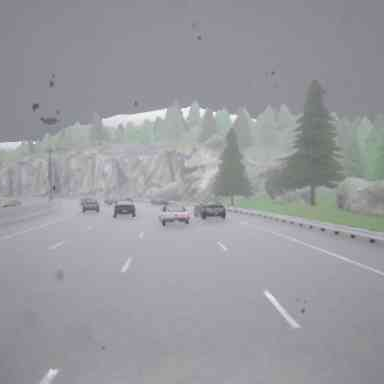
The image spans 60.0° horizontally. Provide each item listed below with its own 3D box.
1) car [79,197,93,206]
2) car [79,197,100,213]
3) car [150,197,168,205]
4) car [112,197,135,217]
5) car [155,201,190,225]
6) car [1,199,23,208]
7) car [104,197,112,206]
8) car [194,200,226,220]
[{"bbox_3d":[-19.568,1.697,61.318,1.837,1.490,4.892,0,-1,-24],"label":"car"},{"bbox_3d":[-12.044,1.608,39.733,2.128,1.511,4.902,-1,0,-16],"label":"car"},{"bbox_3d":[-5.596,1.567,56.130,2.033,1.411,5.357,-1,0,-23],"label":"car"},{"bbox_3d":[-6.636,1.532,32.557,1.882,1.535,5.008,0,0,-13],"label":"car"},{"bbox_3d":[-1.389,1.596,24.034,1.895,1.301,4.718,-1,0,-9],"label":"car"},{"bbox_3d":[-25.979,1.793,48.534,1.837,1.490,4.892,-1,0,-19],"label":"car"},{"bbox_3d":[-14.614,1.679,60.132,2.033,1.411,5.357,-1,0,-26],"label":"car"},{"bbox_3d":[1.398,1.448,27.533,2.128,1.511,4.902,0,0,-10],"label":"car"}]
